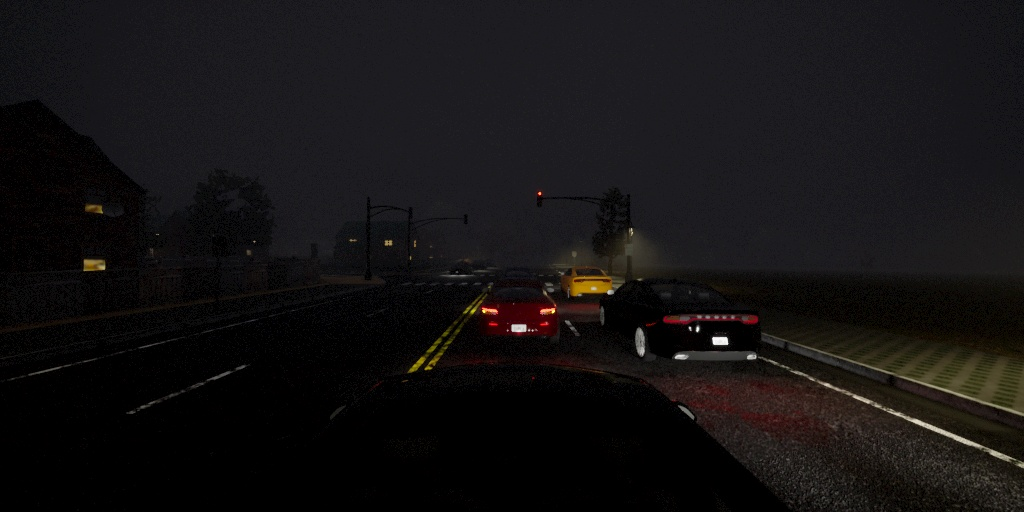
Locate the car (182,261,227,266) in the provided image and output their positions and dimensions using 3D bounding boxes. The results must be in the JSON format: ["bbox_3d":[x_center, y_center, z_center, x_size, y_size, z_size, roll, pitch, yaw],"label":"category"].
[{"bbox_3d":[-30.849,0.875,35.675,4.718,1.301,1.895,1,-1,16],"label":"car"}]

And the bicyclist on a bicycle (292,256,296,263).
[{"bbox_3d":[-24.252,0.780,39.935,0.582,1.620,1.656,1,-1,15],"label":"bicyclist on a bicycle"}]

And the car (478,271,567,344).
[{"bbox_3d":[0.162,1.280,9.475,1.812,1.442,4.674,0,0,1],"label":"car"}]

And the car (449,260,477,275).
[{"bbox_3d":[-5.713,1.354,40.731,2.033,1.411,5.357,0,0,3],"label":"car"}]

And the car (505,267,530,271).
[{"bbox_3d":[0.281,1.289,18.582,1.812,1.442,4.674,0,0,0],"label":"car"}]

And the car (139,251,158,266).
[{"bbox_3d":[-40.926,0.330,38.489,5.566,2.045,2.150,1,-1,16],"label":"car"}]

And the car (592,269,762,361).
[{"bbox_3d":[3.402,1.231,8.301,1.882,1.535,5.008,0,0,0],"label":"car"}]

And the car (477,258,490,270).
[{"bbox_3d":[-4.996,1.315,54.171,1.882,1.535,5.008,0,0,4],"label":"car"}]

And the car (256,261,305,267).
[{"bbox_3d":[-21.062,0.910,32.961,5.008,1.535,1.882,1,-1,16],"label":"car"}]

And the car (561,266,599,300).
[{"bbox_3d":[3.532,1.239,17.769,1.882,1.535,5.008,0,0,1],"label":"car"}]
